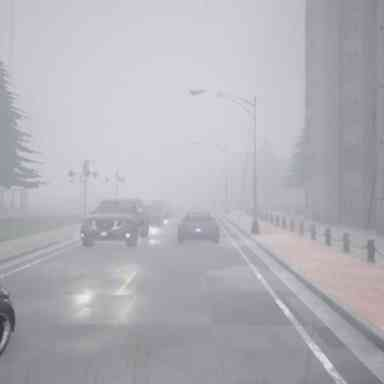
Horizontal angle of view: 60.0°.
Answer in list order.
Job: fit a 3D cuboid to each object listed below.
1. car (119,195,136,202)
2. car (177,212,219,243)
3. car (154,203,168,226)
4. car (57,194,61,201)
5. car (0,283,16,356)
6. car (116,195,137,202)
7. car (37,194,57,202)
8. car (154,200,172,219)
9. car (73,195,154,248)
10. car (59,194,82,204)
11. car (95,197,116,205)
[{"bbox_3d":[-16.514,1.600,85.041,3.866,1.878,1.905,0,0,1],"label":"car"},{"bbox_3d":[0.309,1.680,16.790,1.994,1.385,4.181,0,0,1],"label":"car"},{"bbox_3d":[-3.179,1.748,24.686,1.994,1.385,4.181,0,0,1],"label":"car"},{"bbox_3d":[-34.561,1.770,88.762,4.514,1.523,2.007,0,0,1],"label":"car"},{"bbox_3d":[-3.575,1.571,3.144,1.994,1.385,4.181,0,0,1],"label":"car"},{"bbox_3d":[-16.141,1.603,82.130,4.605,1.855,1.932,0,0,1],"label":"car"},{"bbox_3d":[-34.739,1.723,78.771,3.633,1.501,1.845,0,0,1],"label":"car"},{"bbox_3d":[-3.127,1.557,31.613,2.097,1.767,4.553,0,-1,1],"label":"car"},{"bbox_3d":[-3.398,1.318,15.746,2.150,2.045,5.566,0,-1,1],"label":"car"},{"bbox_3d":[-23.912,1.751,66.629,3.806,1.475,1.970,0,0,1],"label":"car"},{"bbox_3d":[-16.532,1.751,63.548,3.633,1.501,1.845,0,0,1],"label":"car"}]
